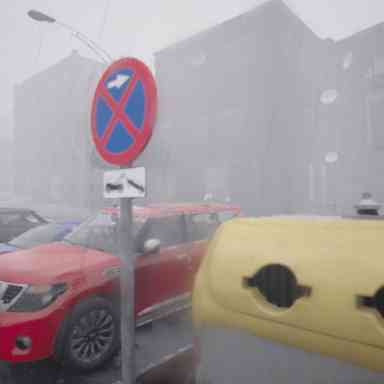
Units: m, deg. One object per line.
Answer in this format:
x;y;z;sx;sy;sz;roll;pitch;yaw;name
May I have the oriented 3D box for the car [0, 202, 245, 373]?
-0.897;1.249;6.222;2.435;2.045;5.566;1;0;41;car
